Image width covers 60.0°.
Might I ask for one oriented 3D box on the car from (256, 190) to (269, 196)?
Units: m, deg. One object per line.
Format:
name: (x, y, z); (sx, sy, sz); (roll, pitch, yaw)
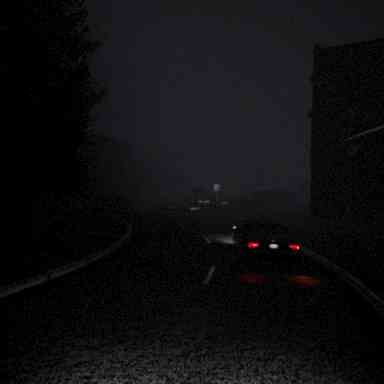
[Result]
car: (18.315, 0.243, 85.883); (1.895, 1.301, 4.718); (1, 2, 30)

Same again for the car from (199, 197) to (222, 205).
car: (3.020, 1.429, 52.263); (1.895, 1.301, 4.718); (1, 2, 29)

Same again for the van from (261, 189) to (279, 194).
van: (12.588, 0.877, 58.995); (4.442, 1.987, 1.878); (1, 2, 10)

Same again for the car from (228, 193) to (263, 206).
car: (7.932, 1.342, 51.097); (4.892, 1.521, 2.231); (1, 2, 10)

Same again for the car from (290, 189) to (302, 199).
car: (21.529, 0.621, 74.883); (4.892, 1.521, 2.231); (1, 2, 10)

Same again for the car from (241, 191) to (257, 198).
car: (13.305, 0.598, 77.119); (2.128, 1.511, 4.902); (1, 2, 30)

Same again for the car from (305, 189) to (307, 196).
car: (24.527, 0.334, 80.173); (4.553, 1.767, 2.185); (1, 2, 10)

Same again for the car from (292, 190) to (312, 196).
car: (29.121, 0.250, 88.102); (4.792, 1.488, 2.163); (1, 2, 10)

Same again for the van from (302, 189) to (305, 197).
van: (23.163, 0.316, 77.502); (4.442, 1.987, 1.878); (1, 2, 10)

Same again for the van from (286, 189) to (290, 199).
van: (16.888, 0.633, 66.958); (4.442, 1.987, 1.878); (1, 2, 10)

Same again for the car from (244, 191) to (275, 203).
car: (10.776, 1.175, 56.407); (5.366, 1.575, 1.946); (1, 2, 10)

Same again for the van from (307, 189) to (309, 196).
van: (25.953, 0.152, 82.819); (4.442, 1.987, 1.878); (1, 2, 10)

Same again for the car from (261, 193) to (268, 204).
car: (9.450, 1.301, 53.734); (4.674, 1.452, 2.002); (1, 2, 10)

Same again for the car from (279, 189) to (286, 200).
car: (13.955, 0.769, 61.654); (5.566, 2.045, 2.435); (1, 2, 10)

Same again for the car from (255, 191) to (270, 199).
car: (16.126, 0.594, 75.505); (1.882, 1.535, 5.008); (1, 2, 30)

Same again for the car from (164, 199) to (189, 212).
car: (-1.838, 1.601, 41.645); (1.882, 1.535, 5.008); (2, 1, 18)

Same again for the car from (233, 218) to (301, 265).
car: (2.612, 1.707, 12.543); (2.033, 1.411, 5.357); (3, 0, 3)
